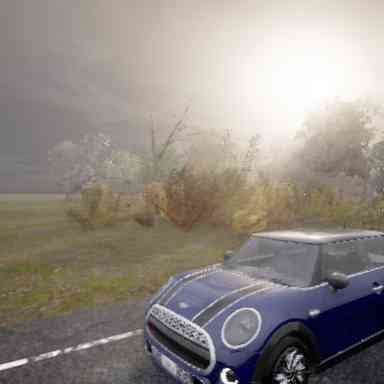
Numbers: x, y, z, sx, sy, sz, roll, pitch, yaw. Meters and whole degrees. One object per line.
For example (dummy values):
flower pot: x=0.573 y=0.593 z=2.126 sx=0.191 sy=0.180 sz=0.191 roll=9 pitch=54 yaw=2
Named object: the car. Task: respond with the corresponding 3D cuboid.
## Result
car: x=1.566 y=1.396 z=5.122 sx=4.553 sy=1.767 sz=2.097 roll=1 pitch=0 yaw=-36
